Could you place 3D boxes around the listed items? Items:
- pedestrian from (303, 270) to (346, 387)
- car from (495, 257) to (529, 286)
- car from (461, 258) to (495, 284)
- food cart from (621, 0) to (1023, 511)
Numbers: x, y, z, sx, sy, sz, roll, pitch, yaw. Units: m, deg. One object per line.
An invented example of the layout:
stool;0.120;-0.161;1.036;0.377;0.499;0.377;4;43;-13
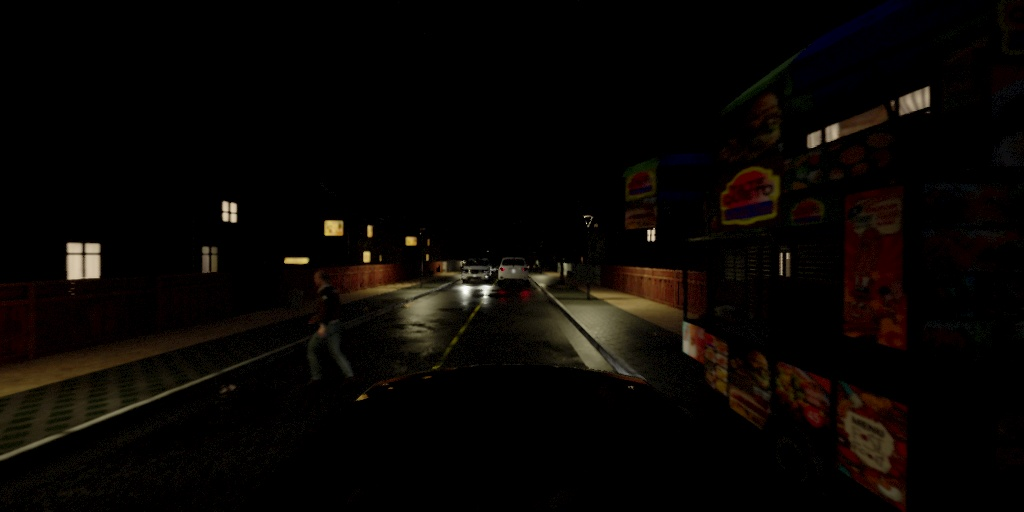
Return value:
pedestrian;-2.855;1.074;5.460;0.375;1.860;0.375;-1;0;-3
car;0.094;1.148;27.431;2.150;2.045;5.566;0;-1;0
car;-2.850;1.173;30.076;2.150;2.045;5.566;0;0;0
food cart;3.010;0.233;4.122;2.280;3.560;4.660;0;0;0
